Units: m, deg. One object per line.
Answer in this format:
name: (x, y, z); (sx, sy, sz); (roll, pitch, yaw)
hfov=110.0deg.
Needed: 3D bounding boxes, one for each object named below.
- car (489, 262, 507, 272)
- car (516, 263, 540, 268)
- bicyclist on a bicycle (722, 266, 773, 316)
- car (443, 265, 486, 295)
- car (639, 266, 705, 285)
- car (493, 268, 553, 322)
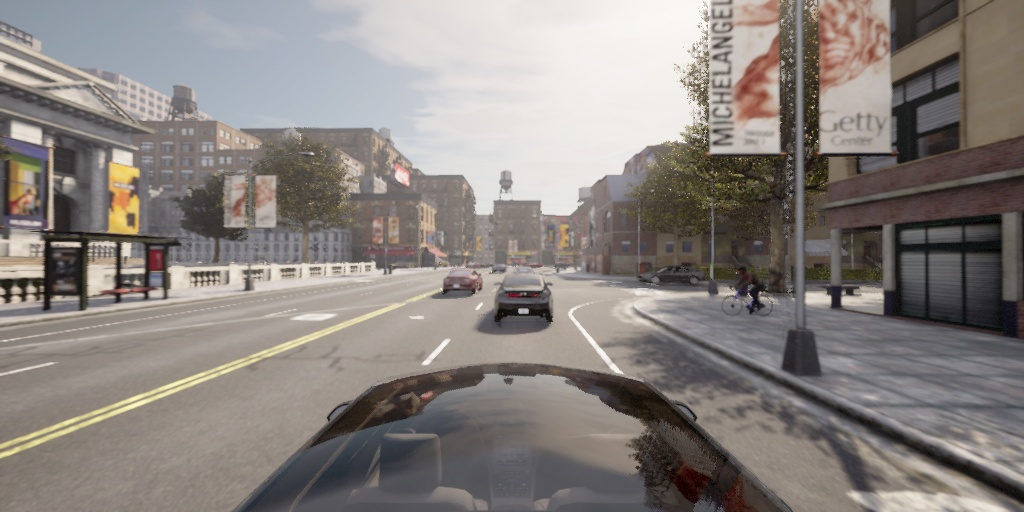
car: (-1.727, 1.785, 51.742); (1.895, 1.301, 4.718); (0, 0, 4)
car: (0.901, 1.533, 28.261); (2.033, 1.411, 5.357); (0, -1, 2)
bicyclist on a bicycle: (7.661, 1.161, 11.673); (1.656, 1.620, 0.582); (0, -1, 2)
car: (-2.837, 1.438, 21.163); (1.812, 1.442, 4.674); (0, -1, 2)
car: (12.615, 1.523, 28.507); (4.892, 1.490, 1.837); (-1, -1, 3)
car: (0.410, 1.355, 12.777); (1.837, 1.490, 4.892); (0, 0, 2)
